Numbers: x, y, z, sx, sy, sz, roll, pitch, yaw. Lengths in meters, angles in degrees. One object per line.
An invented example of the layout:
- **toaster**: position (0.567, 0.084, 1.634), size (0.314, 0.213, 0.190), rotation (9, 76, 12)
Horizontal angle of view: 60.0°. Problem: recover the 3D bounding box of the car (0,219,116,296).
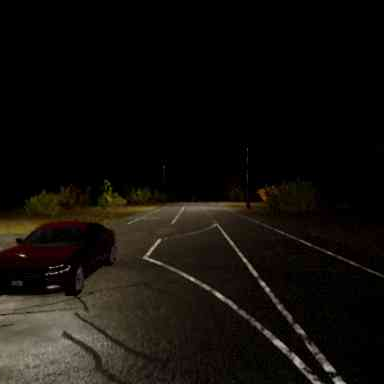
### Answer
- **car**: position (-3.444, 1.556, 9.098), size (1.882, 1.535, 5.008), rotation (0, 0, 0)
